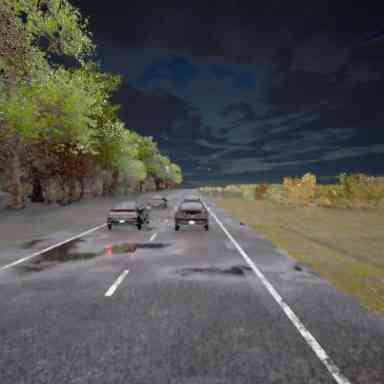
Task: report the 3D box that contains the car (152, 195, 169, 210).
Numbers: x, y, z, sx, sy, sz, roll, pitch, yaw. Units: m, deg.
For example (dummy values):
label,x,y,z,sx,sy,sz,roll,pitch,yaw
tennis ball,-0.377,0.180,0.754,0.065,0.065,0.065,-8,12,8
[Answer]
label,x,y,z,sx,sy,sz,roll,pitch,yaw
car,-3.459,1.022,34.777,2.128,1.511,4.902,0,1,0

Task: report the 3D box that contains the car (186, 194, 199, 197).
label,x,y,z,sx,sy,sz,roll,pitch,yaw
car,0.052,0.981,36.591,1.882,1.535,5.008,0,1,0

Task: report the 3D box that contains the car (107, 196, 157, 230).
label,x,y,z,sx,sy,sz,roll,pitch,yaw
car,-3.497,1.235,19.045,2.128,1.511,4.902,0,1,0

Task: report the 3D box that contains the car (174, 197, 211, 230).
label,x,y,z,sx,sy,sz,roll,pitch,yaw
car,0.002,1.248,19.056,1.837,1.490,4.892,0,1,0
